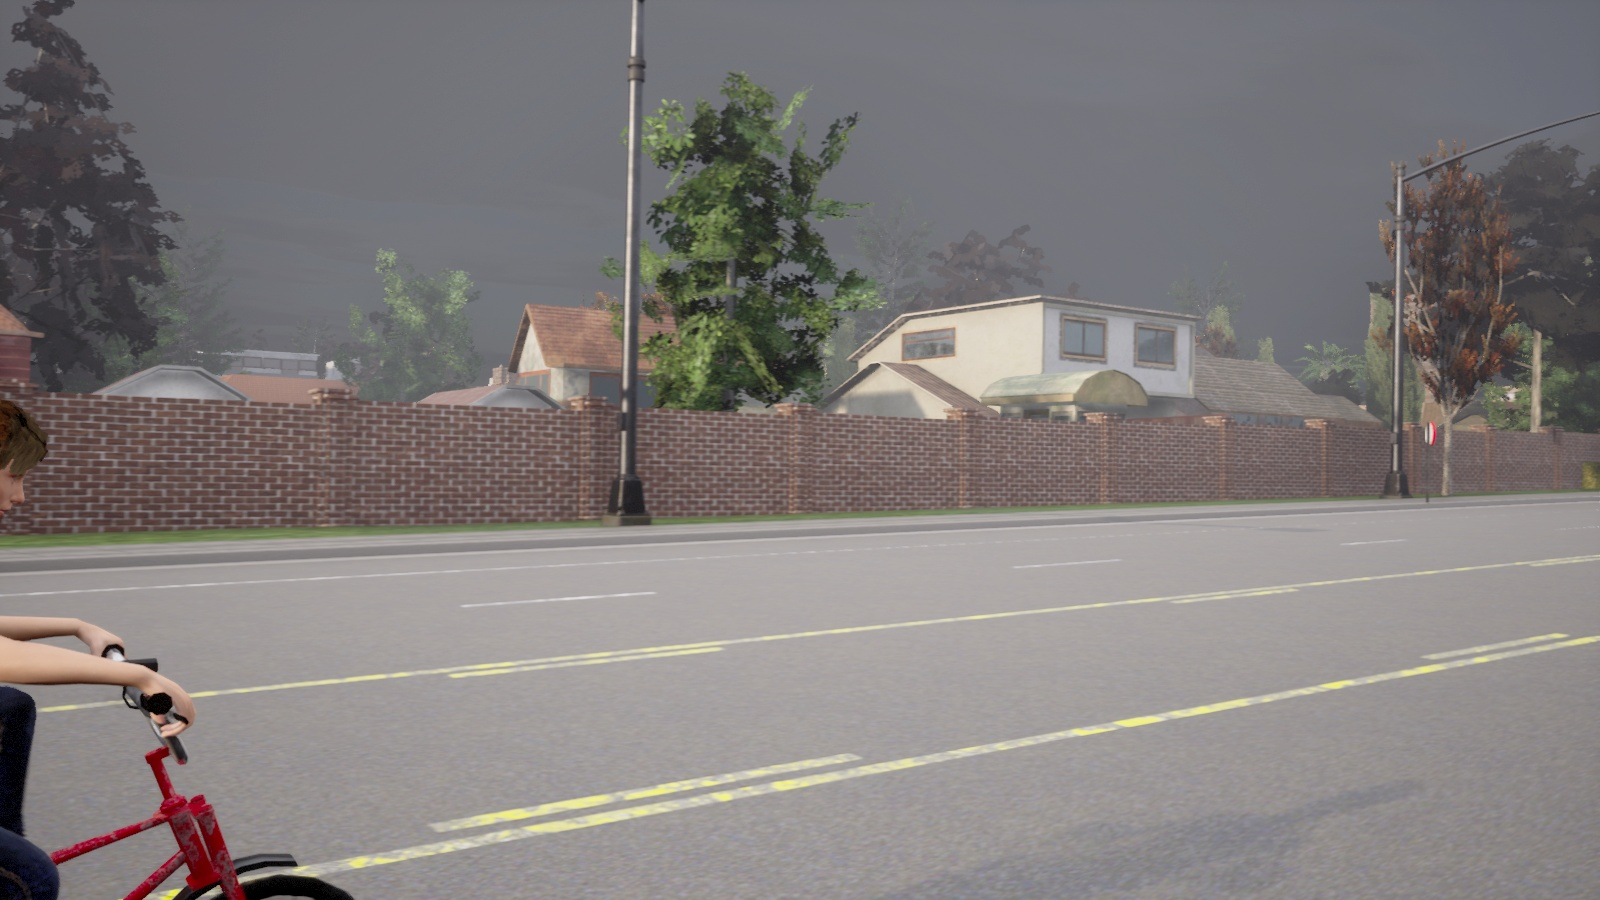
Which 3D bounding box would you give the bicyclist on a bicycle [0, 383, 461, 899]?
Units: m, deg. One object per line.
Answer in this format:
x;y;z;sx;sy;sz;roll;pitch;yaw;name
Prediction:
-1.578;0.692;2.557;1.509;1.612;0.866;0;0;-35;bicyclist on a bicycle
